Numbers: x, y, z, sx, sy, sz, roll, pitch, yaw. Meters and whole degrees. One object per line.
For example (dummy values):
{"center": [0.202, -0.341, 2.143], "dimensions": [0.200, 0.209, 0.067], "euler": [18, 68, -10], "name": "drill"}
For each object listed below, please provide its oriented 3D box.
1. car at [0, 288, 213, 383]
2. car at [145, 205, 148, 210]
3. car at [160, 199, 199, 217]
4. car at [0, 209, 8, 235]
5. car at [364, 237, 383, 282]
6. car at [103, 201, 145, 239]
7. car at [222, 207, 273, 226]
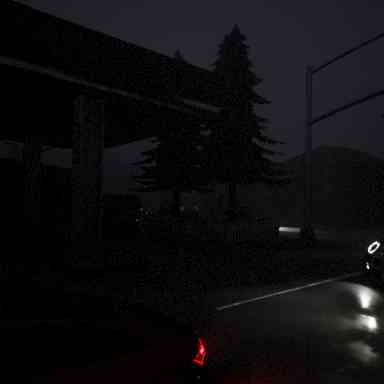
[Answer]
{"center": [-1.843, 1.620, 2.692], "dimensions": [4.181, 1.385, 1.994], "euler": [1, -1, -36], "name": "car"}
{"center": [-7.470, 1.662, 41.332], "dimensions": [2.033, 1.411, 5.357], "euler": [1, 0, -35], "name": "car"}
{"center": [-1.321, 1.539, 32.667], "dimensions": [2.097, 1.767, 4.553], "euler": [1, 0, -36], "name": "car"}
{"center": [-11.652, 1.520, 18.480], "dimensions": [2.242, 1.667, 4.611], "euler": [1, 0, -36], "name": "car"}
{"center": [6.553, 1.428, 8.760], "dimensions": [4.553, 1.767, 2.097], "euler": [1, 0, -34], "name": "car"}
{"center": [-4.521, 1.445, 18.298], "dimensions": [1.905, 1.878, 3.866], "euler": [1, 0, -36], "name": "car"}
{"center": [4.098, 1.814, 25.028], "dimensions": [1.994, 1.385, 4.181], "euler": [1, 0, -35], "name": "car"}
